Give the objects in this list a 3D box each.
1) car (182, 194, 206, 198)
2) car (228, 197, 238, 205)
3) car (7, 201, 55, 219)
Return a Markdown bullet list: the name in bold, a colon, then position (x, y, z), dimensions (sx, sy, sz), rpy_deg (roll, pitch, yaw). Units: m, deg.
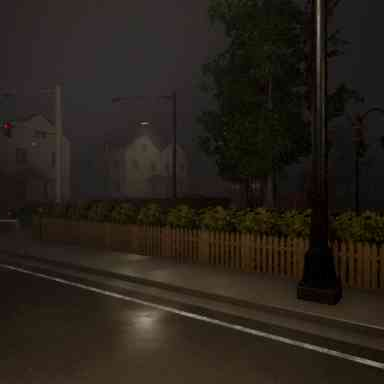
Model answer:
- **car**: position (0.720, 1.221, 43.822), dimensions (2.150, 2.045, 5.566), rpy_deg (0, 0, 35)
- **car**: position (6.123, 1.547, 57.918), dimensions (2.033, 1.411, 5.357), rpy_deg (0, 0, 35)
- **car**: position (-13.761, 1.526, 29.413), dimensions (1.812, 1.442, 4.674), rpy_deg (0, 0, 35)
